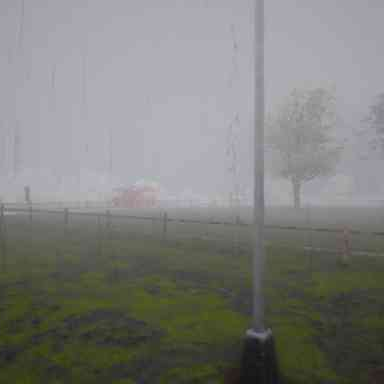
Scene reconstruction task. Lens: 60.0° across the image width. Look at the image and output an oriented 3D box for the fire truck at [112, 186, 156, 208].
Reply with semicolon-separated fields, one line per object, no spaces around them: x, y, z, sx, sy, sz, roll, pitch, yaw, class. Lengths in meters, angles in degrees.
-10.115;0.921;58.853;2.891;3.827;8.468;-1;-2;36;fire truck
